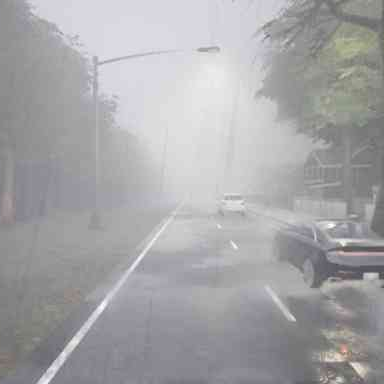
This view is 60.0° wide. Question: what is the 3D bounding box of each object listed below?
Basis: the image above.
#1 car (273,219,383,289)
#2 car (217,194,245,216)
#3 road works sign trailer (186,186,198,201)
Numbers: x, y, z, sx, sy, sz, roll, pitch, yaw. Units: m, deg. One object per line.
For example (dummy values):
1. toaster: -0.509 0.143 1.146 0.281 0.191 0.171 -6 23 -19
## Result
1. car: 3.598 1.472 9.104 2.128 1.511 4.902 0 0 0
2. car: 3.604 1.156 31.375 2.150 2.045 5.566 0 0 0
3. road works sign trailer: 0.031 0.256 79.415 2.380 3.560 2.880 0 0 0
